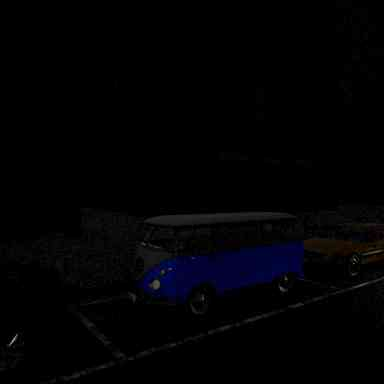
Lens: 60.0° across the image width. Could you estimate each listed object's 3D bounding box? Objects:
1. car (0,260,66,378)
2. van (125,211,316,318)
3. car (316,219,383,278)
[{"bbox_3d":[-3.779,1.566,3.956,4.313,1.339,1.947,0,0,-36],"label":"car"},{"bbox_3d":[0.646,1.341,7.116,3.998,1.788,1.690,0,0,-36],"label":"van"},{"bbox_3d":[4.933,1.526,10.177,4.829,1.417,1.752,0,0,-36],"label":"car"}]
